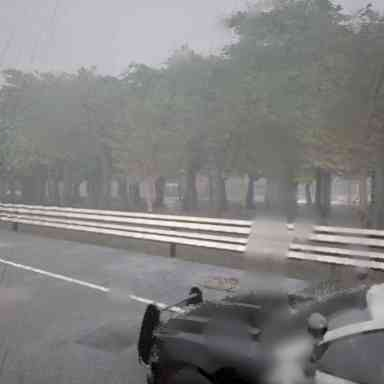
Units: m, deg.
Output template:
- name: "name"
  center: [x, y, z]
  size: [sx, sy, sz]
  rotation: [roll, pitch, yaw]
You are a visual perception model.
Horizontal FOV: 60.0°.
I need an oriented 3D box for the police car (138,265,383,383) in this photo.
- name: "police car"
  center: [1.764, 1.426, 2.611]
  size: [5.238, 1.638, 1.930]
  rotation: [1, 1, 35]
